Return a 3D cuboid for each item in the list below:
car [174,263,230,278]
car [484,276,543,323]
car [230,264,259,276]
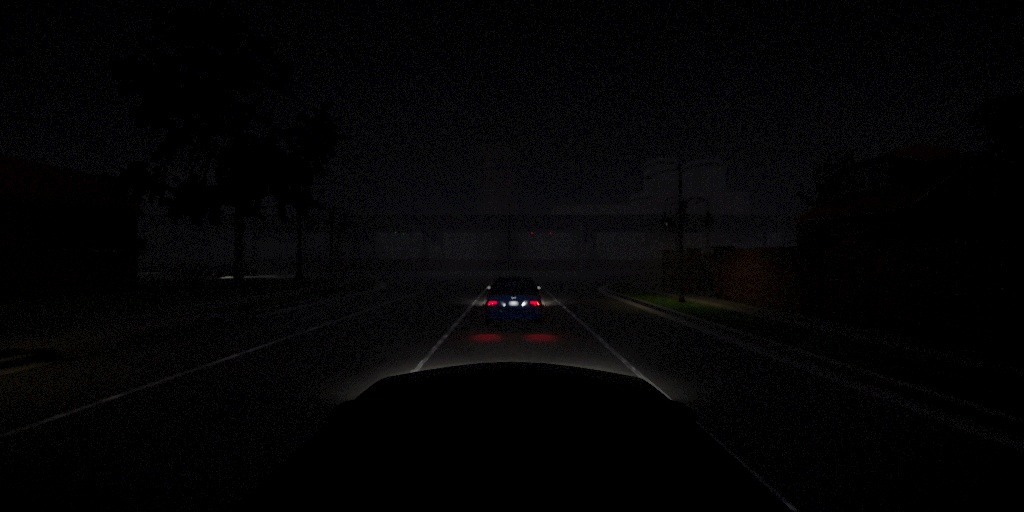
[{"bbox_3d":[-35.030,1.742,40.586,4.181,1.385,1.994,0,-1,2],"label":"car"},{"bbox_3d":[0.064,1.419,12.697,2.033,1.411,5.357,0,-1,0],"label":"car"},{"bbox_3d":[-33.879,1.693,44.051,5.008,1.535,1.882,0,-1,2],"label":"car"}]
